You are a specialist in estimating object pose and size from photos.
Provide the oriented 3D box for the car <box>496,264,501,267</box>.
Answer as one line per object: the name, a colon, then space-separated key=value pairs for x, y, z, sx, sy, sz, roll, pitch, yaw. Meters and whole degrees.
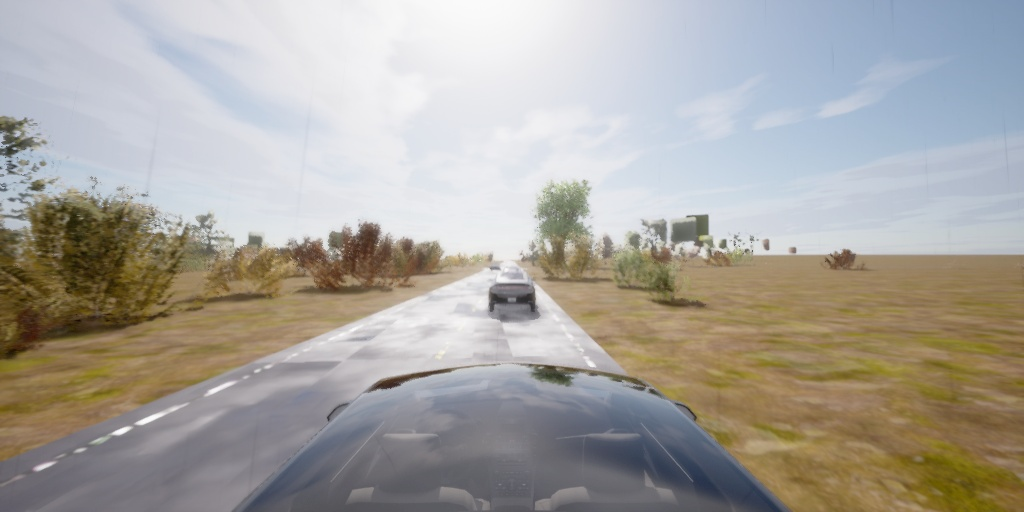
car: x=0.009 y=1.586 z=29.355 sx=2.033 sy=1.411 sz=5.357 roll=0 pitch=-1 yaw=0

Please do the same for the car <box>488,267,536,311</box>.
car: x=0.018 y=1.388 z=15.338 sx=2.128 sy=1.511 sz=4.902 roll=0 pitch=0 yaw=0

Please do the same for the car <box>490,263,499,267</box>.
car: x=-3.021 y=1.907 z=64.999 sx=1.812 sy=1.442 sz=4.674 roll=0 pitch=-1 yaw=0
